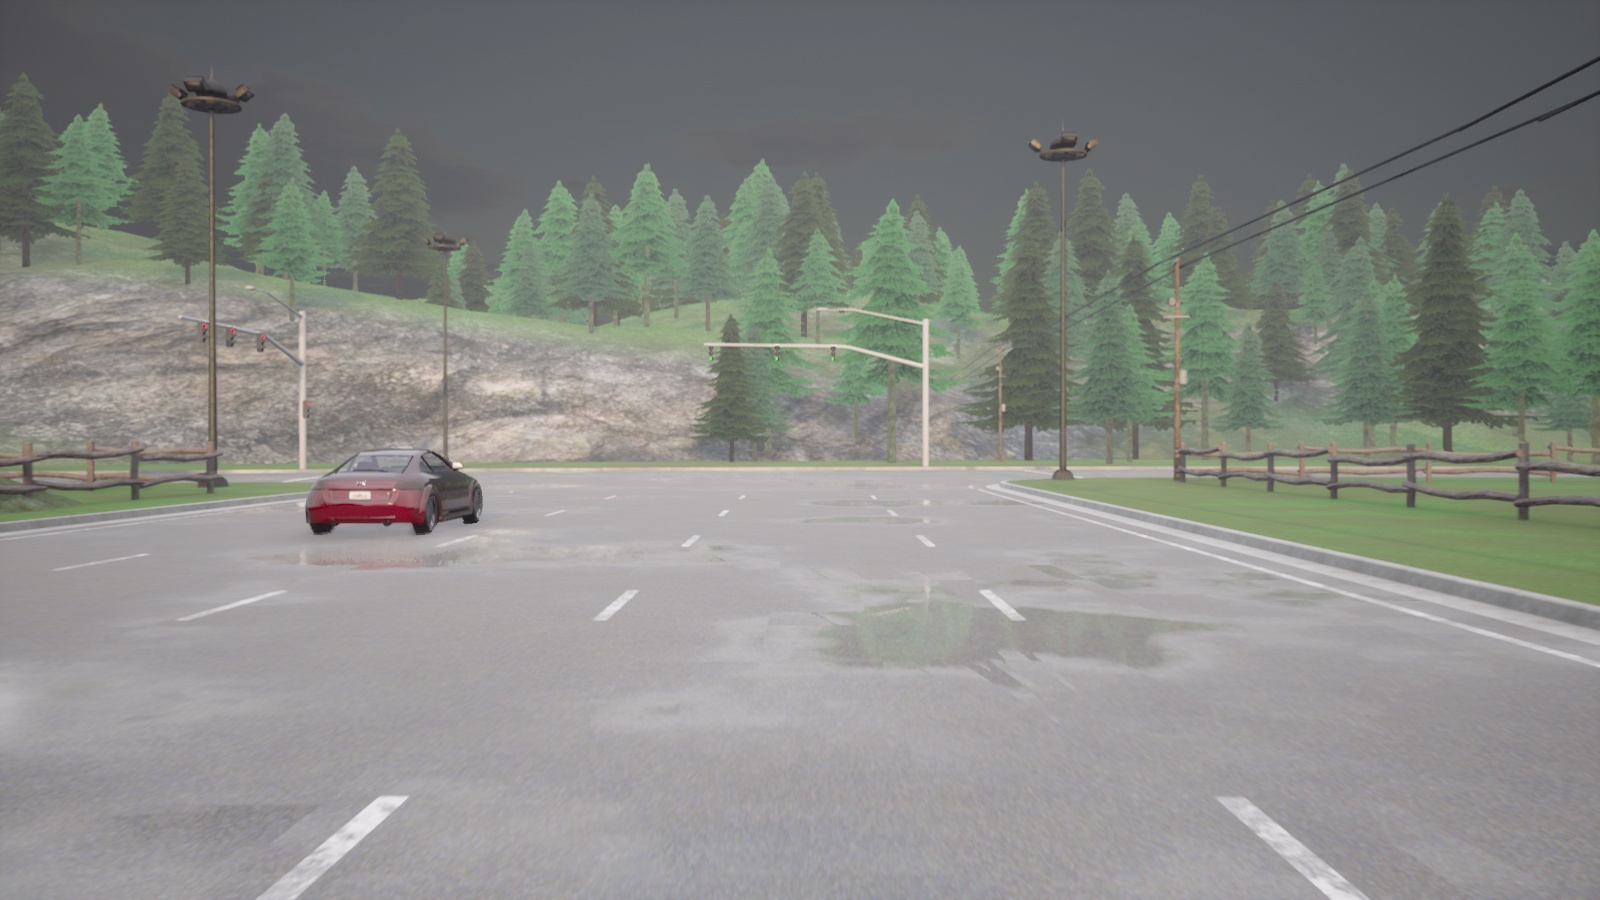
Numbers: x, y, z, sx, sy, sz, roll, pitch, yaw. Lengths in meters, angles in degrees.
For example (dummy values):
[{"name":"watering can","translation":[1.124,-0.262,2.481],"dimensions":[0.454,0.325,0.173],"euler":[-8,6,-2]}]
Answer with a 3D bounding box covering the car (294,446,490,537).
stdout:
[{"name":"car","translation":[-6.862,0.642,21.619],"dimensions":[1.994,1.385,4.181],"euler":[0,0,0]}]
